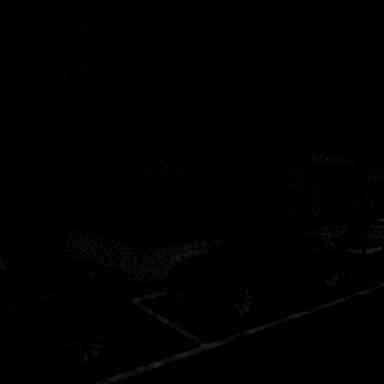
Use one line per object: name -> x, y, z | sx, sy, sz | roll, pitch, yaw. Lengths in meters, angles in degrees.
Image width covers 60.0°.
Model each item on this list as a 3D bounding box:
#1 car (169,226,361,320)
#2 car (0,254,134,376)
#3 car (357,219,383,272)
car -> 1.565, 1.538, 7.297 | 4.313, 1.339, 1.947 | 0, 0, -35
car -> -2.845, 1.566, 4.159 | 4.313, 1.339, 1.947 | 0, 0, -35
car -> 5.975, 1.526, 10.436 | 4.206, 1.307, 1.802 | 0, 0, -35
